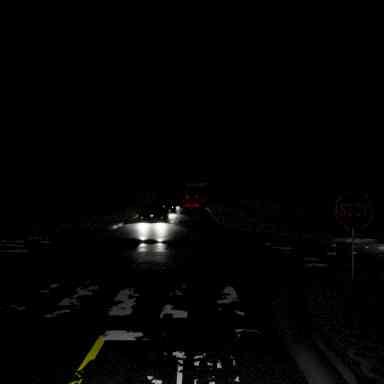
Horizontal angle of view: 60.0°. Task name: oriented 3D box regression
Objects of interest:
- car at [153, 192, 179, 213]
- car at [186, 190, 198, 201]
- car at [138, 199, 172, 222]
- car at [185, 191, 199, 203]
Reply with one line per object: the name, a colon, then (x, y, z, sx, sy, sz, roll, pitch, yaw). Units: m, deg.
car: (-2.856, 1.066, 35.756, 2.150, 2.045, 5.566, 0, 0, 0)
car: (-0.015, 0.730, 66.841, 2.150, 2.045, 5.566, 0, 1, 0)
car: (-2.852, 1.488, 25.584, 1.994, 1.385, 4.181, 0, 0, 0)
car: (-0.012, 0.858, 56.420, 2.150, 2.045, 5.566, 0, 1, 0)
